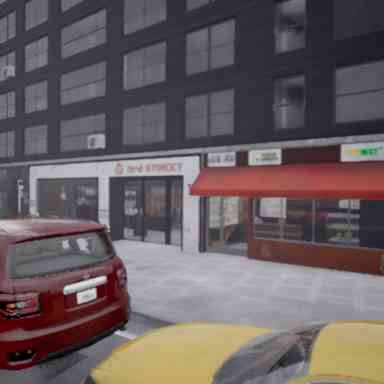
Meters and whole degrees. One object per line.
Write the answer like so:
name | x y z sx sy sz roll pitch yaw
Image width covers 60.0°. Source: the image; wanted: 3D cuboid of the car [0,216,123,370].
car | -3.195 1.318 5.353 5.009 1.841 2.192 0 1 36

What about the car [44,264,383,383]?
car | 1.214 1.525 2.208 4.829 1.417 1.752 0 1 36
